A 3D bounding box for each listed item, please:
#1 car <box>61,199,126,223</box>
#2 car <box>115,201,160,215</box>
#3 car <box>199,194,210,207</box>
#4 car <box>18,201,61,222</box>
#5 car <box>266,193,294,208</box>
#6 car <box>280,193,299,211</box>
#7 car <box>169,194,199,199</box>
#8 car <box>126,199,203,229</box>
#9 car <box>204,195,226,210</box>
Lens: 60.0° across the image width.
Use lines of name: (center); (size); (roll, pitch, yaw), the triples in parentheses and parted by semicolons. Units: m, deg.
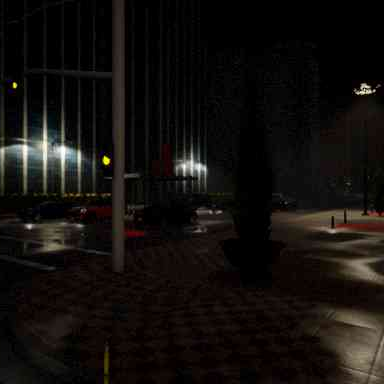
car: (-7.400, 1.352, 25.952); (2.097, 1.767, 4.553); (0, 0, 35)
car: (-5.573, 1.601, 34.699); (1.895, 1.301, 4.718); (0, 0, 35)
car: (0.560, 1.221, 43.472); (2.150, 2.045, 5.566); (0, 0, 35)
car: (-11.235, 1.478, 26.574); (1.882, 1.535, 5.008); (0, 0, 35)
car: (12.926, 1.221, 48.656); (2.150, 2.045, 5.566); (0, 0, 35)
car: (11.415, 1.352, 40.364); (2.097, 1.767, 4.553); (0, 0, 35)
car: (-1.711, 1.352, 34.113); (2.097, 1.767, 4.553); (0, 0, 35)
car: (-1.637, 1.477, 21.631); (1.882, 1.535, 5.008); (0, 0, 35)
car: (4.129, 1.491, 42.470); (2.128, 1.511, 4.902); (0, 0, 35)
